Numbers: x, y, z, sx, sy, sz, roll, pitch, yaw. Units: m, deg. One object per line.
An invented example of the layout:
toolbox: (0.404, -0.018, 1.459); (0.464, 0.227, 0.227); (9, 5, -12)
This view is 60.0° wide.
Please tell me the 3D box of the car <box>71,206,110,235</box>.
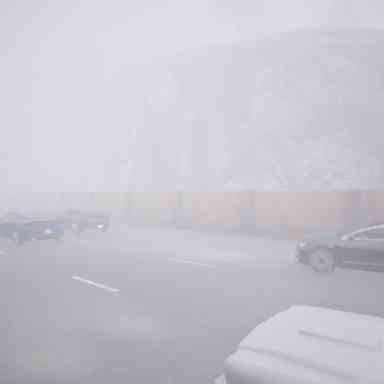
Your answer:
car: (-6.742, 1.626, 19.643); (4.892, 1.490, 1.837); (0, 0, 43)

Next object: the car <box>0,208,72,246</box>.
car: (-8.050, 1.583, 16.086); (5.008, 1.535, 1.882); (0, 0, 43)

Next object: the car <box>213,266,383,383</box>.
car: (2.524, 1.607, 2.294); (4.718, 1.301, 1.895); (0, 0, 36)

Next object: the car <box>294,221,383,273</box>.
car: (5.306, 1.528, 8.994); (4.902, 1.511, 2.128); (0, 0, 37)
